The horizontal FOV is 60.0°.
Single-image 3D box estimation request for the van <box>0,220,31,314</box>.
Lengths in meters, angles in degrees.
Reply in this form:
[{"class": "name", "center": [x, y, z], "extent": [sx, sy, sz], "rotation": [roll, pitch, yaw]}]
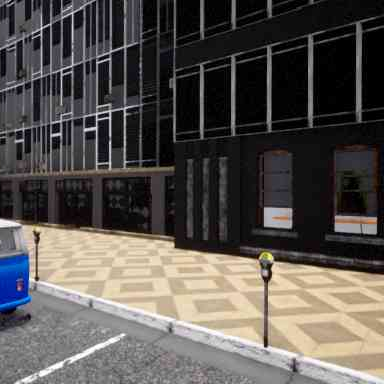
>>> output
[{"class": "van", "center": [-4.728, 1.340, 6.260], "extent": [3.998, 1.788, 1.690], "rotation": [0, 0, 36]}]
